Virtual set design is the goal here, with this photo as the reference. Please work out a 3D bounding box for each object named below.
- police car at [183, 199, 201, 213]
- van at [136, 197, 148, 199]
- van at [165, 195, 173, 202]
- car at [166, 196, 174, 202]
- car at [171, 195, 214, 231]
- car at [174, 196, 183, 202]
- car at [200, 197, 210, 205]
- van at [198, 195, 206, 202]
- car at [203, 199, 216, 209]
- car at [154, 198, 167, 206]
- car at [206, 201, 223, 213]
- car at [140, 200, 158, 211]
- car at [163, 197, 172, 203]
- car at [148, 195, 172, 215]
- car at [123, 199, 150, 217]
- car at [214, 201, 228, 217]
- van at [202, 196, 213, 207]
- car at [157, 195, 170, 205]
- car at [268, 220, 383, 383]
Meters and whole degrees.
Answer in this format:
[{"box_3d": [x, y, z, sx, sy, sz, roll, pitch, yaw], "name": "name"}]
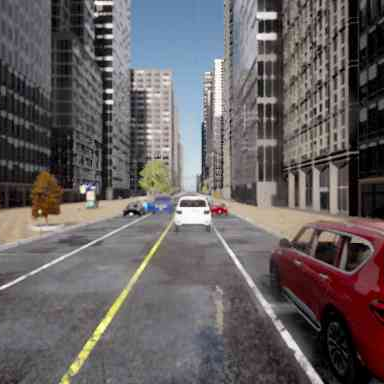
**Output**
[{"box_3d": [0.019, 1.695, 41.380, 2.038, 1.542, 4.974, 0, 0, 0], "name": "police car"}, {"box_3d": [-5.769, 1.520, 39.349, 1.690, 1.788, 3.998, 0, 0, 0], "name": "van"}, {"box_3d": [-5.858, 1.684, 84.696, 1.690, 1.788, 3.998, 0, 0, 0], "name": "van"}, {"box_3d": [-5.869, 1.802, 90.364, 1.967, 1.590, 4.097, 0, 0, 0], "name": "car"}, {"box_3d": [0.054, 1.322, 21.544, 2.150, 2.045, 5.566, 0, 0, 0], "name": "car"}, {"box_3d": [-3.153, 1.554, 77.056, 1.994, 1.385, 4.181, 0, 0, 0], "name": "car"}, {"box_3d": [2.556, 1.829, 67.708, 1.887, 1.381, 4.507, 0, 0, 0], "name": "car"}, {"box_3d": [2.523, 1.685, 84.713, 1.690, 1.788, 3.998, 0, 0, 0], "name": "van"}, {"box_3d": [2.590, 1.806, 50.703, 1.802, 1.307, 4.206, 0, 0, 0], "name": "car"}, {"box_3d": [-5.813, 1.829, 62.023, 1.947, 1.339, 4.313, 0, 0, 0], "name": "car"}, {"box_3d": [2.611, 1.762, 39.364, 1.802, 1.307, 4.206, 0, 0, 0], "name": "car"}, {"box_3d": [-5.780, 1.768, 45.018, 1.947, 1.339, 4.313, 0, 0, 0], "name": "car"}, {"box_3d": [-5.847, 1.869, 79.026, 1.887, 1.381, 4.507, 0, 0, 0], "name": "car"}, {"box_3d": [-3.170, 1.386, 36.708, 2.150, 2.045, 5.566, 0, 0, 0], "name": "car"}, {"box_3d": [-5.758, 1.719, 33.680, 1.947, 1.339, 4.313, 0, 0, 0], "name": "car"}, {"box_3d": [2.622, 1.699, 33.696, 1.887, 1.381, 4.507, 0, 0, 0], "name": "car"}, {"box_3d": [2.578, 1.585, 56.372, 1.690, 1.788, 3.998, 0, 0, 0], "name": "van"}, {"box_3d": [-5.824, 1.599, 67.692, 2.192, 1.841, 5.009, 0, 0, 0], "name": "car"}, {"box_3d": [2.679, 1.341, 5.356, 2.192, 1.841, 5.009, 0, 0, 0], "name": "car"}]
